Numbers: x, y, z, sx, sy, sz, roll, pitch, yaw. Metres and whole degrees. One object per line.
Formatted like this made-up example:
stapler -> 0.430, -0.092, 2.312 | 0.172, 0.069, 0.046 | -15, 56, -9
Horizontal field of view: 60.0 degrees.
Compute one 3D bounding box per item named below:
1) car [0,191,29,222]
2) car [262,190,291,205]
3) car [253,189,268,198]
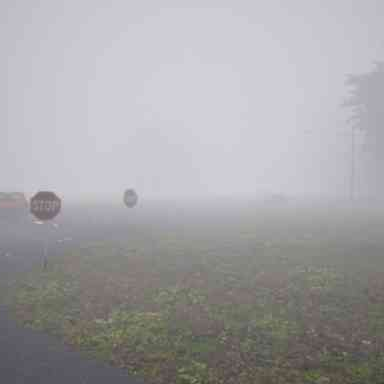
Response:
car -> -12.938, 1.009, 20.331 | 2.150, 2.045, 5.566 | 2, 3, 36
car -> 10.760, 0.783, 41.356 | 1.994, 1.385, 4.181 | 2, 3, 36
car -> 11.650, 0.319, 54.593 | 2.128, 1.511, 4.902 | 2, 3, 36
